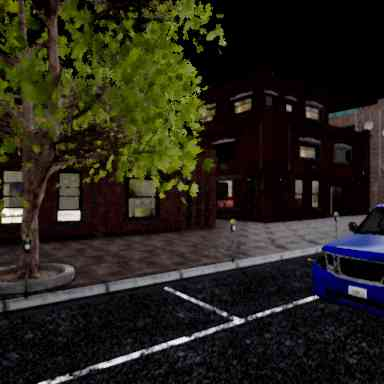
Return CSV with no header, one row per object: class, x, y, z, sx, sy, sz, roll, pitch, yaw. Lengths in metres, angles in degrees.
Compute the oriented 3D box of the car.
car,4.886,1.198,6.984,5.566,2.045,2.150,-1,1,-36
